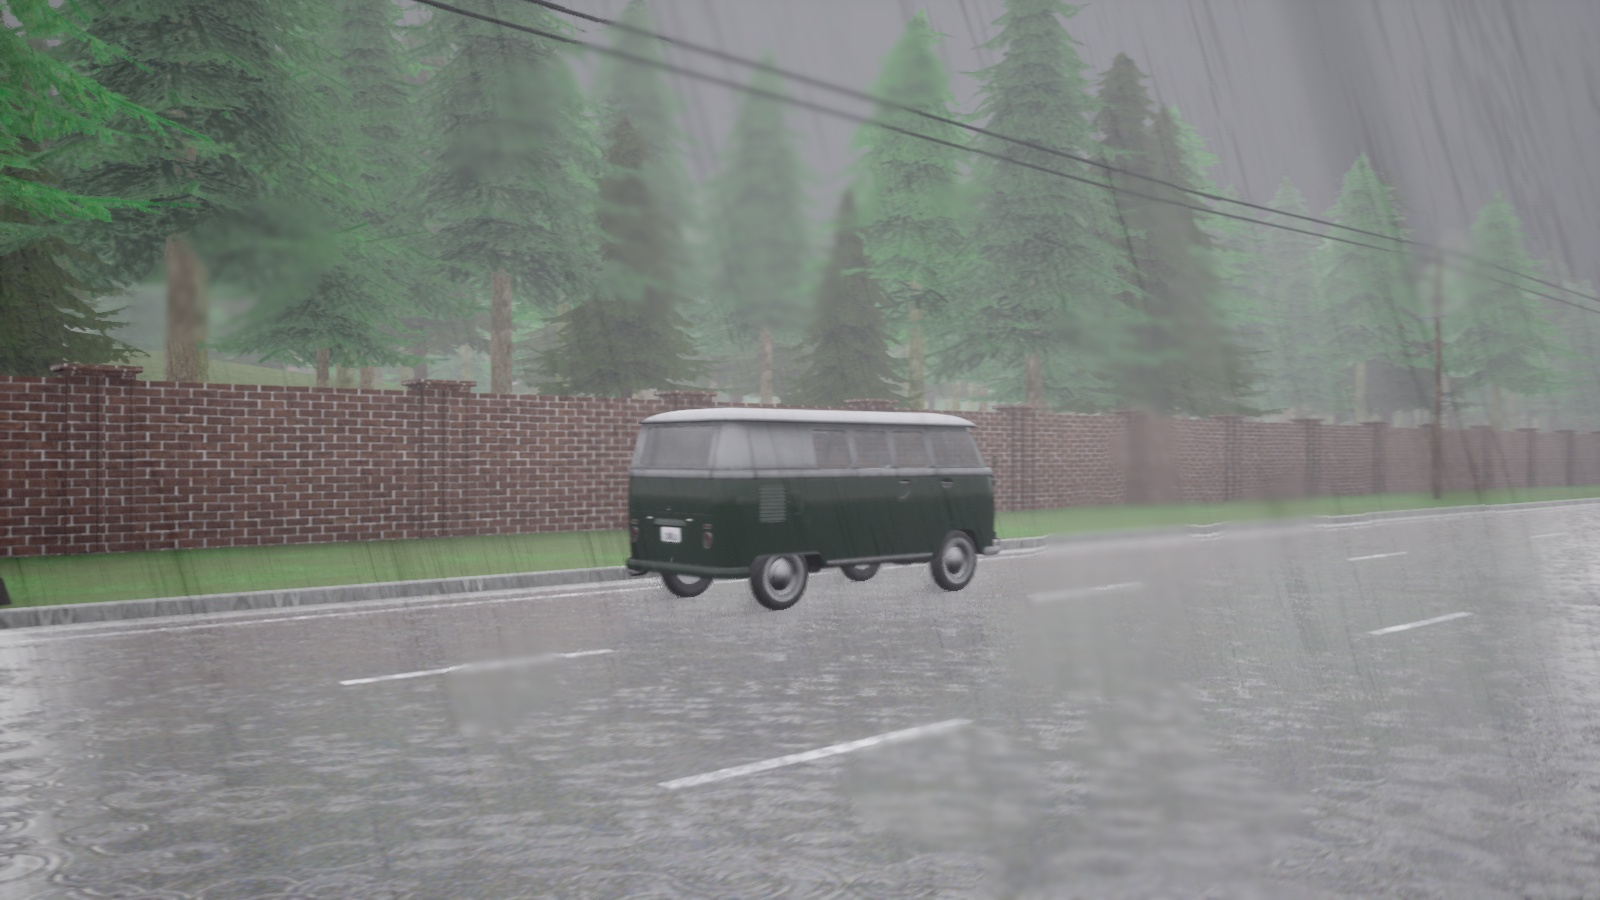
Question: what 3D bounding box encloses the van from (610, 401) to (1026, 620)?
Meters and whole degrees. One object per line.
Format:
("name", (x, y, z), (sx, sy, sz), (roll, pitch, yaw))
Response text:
("van", (0.330, 0.557, 13.531), (4.442, 1.987, 1.775), (0, 0, -42))
